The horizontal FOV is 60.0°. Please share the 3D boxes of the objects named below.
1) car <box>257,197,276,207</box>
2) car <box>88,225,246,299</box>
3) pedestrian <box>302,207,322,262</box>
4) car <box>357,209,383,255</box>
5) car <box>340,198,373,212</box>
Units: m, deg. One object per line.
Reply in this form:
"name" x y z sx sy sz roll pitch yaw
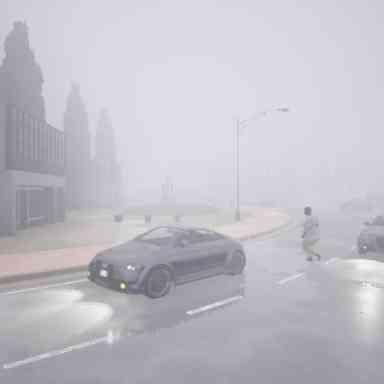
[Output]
"car" 11.197 1.561 50.537 1.812 1.442 4.674 0 0 -5
"car" -0.462 1.564 8.544 4.181 1.385 1.994 0 0 -44
"pedestrian" 3.734 1.294 10.421 0.375 1.860 0.375 0 0 41
"car" 7.587 1.564 12.488 1.994 1.385 4.181 0 0 35
"car" 19.264 1.492 39.197 2.128 1.511 4.902 0 0 -3
